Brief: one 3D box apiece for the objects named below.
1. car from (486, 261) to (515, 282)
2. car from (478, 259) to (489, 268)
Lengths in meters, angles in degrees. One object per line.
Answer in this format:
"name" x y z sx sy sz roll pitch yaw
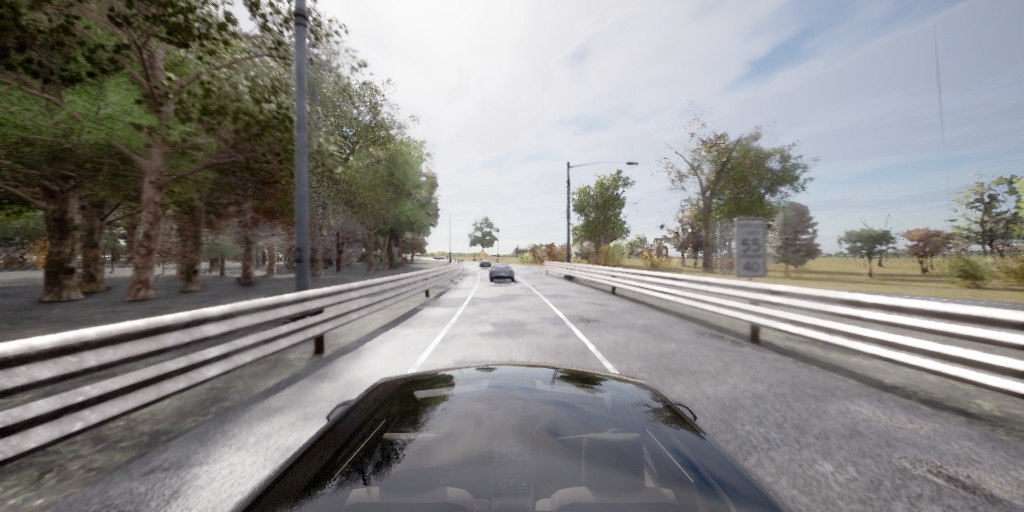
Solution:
"car" -0.890 1.325 29.561 1.994 1.385 4.181 0 0 -5
"car" -4.607 1.302 61.106 1.812 1.442 4.674 0 0 -10
